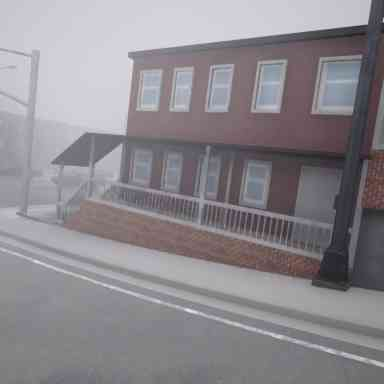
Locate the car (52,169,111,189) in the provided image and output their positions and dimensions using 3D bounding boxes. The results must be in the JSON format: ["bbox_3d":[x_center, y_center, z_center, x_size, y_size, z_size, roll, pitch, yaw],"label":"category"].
[{"bbox_3d":[-10.150,-0.992,30.432,1.895,1.301,4.718,11,6,35],"label":"car"}]

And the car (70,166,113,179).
[{"bbox_3d":[-11.790,-2.176,40.302,1.837,1.490,4.892,11,6,35],"label":"car"}]

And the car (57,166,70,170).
[{"bbox_3d":[-14.709,-2.667,42.187,2.033,1.411,5.357,11,6,35],"label":"car"}]

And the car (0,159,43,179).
[{"bbox_3d":[-17.430,-2.140,32.494,2.033,1.411,5.357,11,6,37],"label":"car"}]
